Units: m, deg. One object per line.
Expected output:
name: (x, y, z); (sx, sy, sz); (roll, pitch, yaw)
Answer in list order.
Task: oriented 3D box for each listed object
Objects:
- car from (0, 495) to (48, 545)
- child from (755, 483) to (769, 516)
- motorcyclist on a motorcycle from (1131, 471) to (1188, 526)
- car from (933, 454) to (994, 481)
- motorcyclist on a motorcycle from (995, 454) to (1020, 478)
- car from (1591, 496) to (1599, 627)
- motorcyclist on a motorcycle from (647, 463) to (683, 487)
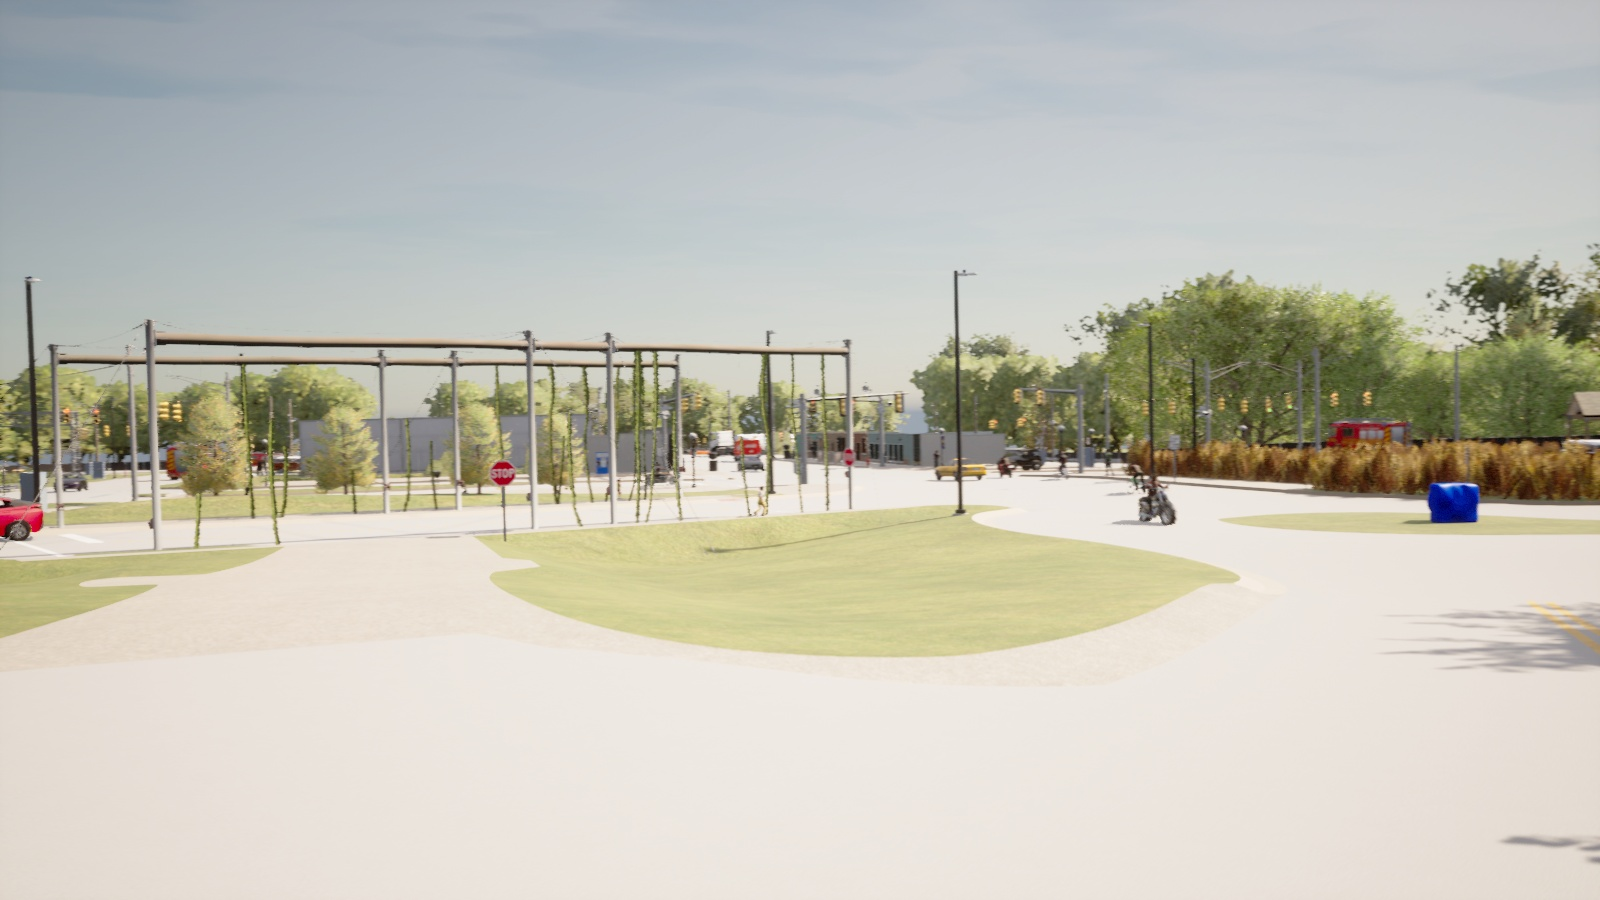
car: (-27.320, 2.331, 40.979); (4.514, 1.525, 2.007); (-1, 1, -41)
child: (-1.469, 1.923, 48.871); (0.437, 1.263, 0.270); (-3, 2, -41)
motorcyclist on a motorcycle: (11.344, 1.502, 39.721); (0.766, 1.649, 2.350); (0, 0, -10)
car: (10.594, 1.132, 81.845); (1.801, 1.575, 5.366); (-2, 0, -17)
motorcyclist on a motorcycle: (13.843, 1.052, 83.826); (0.797, 1.523, 2.044); (-2, 0, -15)
car: (9.253, 1.161, 12.170); (2.163, 1.488, 4.792); (-1, -3, 26)
motorcyclist on a motorcycle: (-9.438, 1.752, 87.605); (2.350, 1.649, 0.766); (0, 0, -20)
